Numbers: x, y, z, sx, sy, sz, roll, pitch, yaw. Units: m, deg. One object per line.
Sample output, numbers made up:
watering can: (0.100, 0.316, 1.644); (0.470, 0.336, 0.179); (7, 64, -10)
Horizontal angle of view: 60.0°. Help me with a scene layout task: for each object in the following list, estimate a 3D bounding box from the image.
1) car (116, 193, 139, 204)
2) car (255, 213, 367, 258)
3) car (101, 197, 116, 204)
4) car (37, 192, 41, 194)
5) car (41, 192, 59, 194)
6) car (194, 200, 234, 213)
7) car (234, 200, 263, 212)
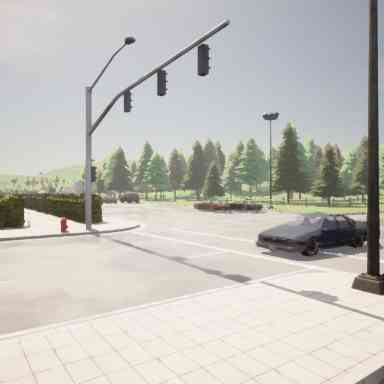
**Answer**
car: (-12.330, 1.223, 65.348); (2.150, 2.045, 5.566); (0, 0, -35)
car: (4.938, 1.547, 13.032); (5.357, 1.411, 2.033); (0, 0, -35)
car: (-16.213, 1.564, 64.824); (1.994, 1.385, 4.181); (0, 0, -35)
car: (-29.798, 1.058, 65.852); (2.150, 2.045, 5.566); (0, 0, -35)
car: (-24.127, 1.221, 57.611); (2.150, 2.045, 5.566); (0, 0, -35)
car: (2.195, 1.601, 37.891); (1.895, 1.301, 4.718); (0, 0, -33)
car: (5.927, 1.601, 38.396); (1.895, 1.301, 4.718); (0, 0, -32)
